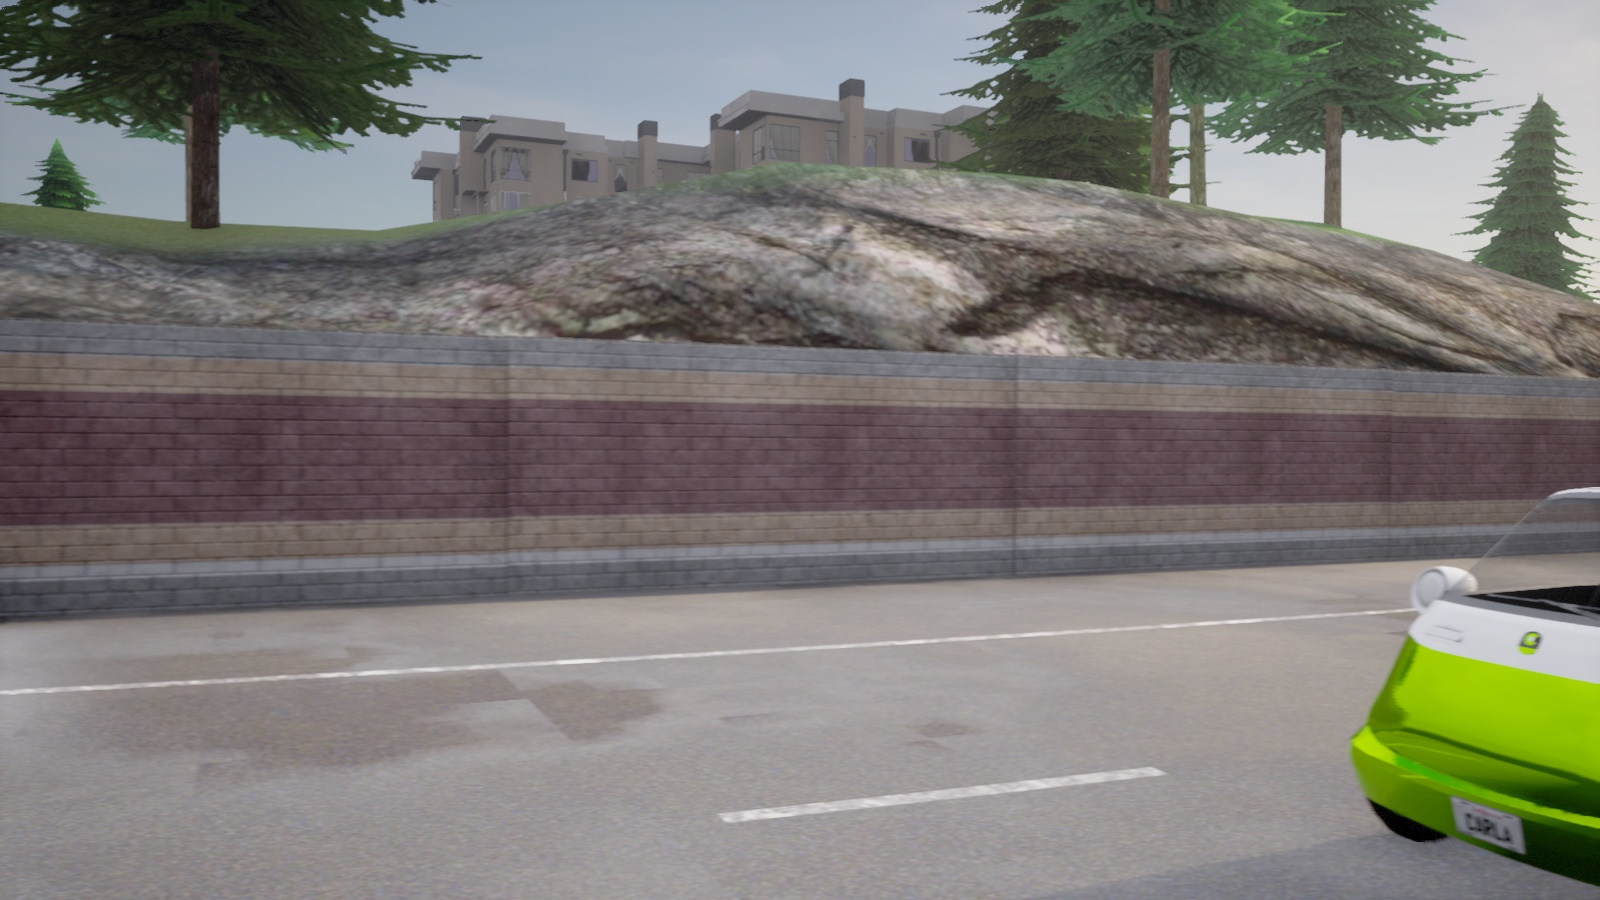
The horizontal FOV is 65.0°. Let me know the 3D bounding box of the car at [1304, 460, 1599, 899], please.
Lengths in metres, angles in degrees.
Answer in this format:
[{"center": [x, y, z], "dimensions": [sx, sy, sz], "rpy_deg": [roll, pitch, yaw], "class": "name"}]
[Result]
[{"center": [3.217, 0.745, 4.498], "dimensions": [2.207, 1.376, 1.481], "rpy_deg": [0, 1, -22], "class": "car"}]
